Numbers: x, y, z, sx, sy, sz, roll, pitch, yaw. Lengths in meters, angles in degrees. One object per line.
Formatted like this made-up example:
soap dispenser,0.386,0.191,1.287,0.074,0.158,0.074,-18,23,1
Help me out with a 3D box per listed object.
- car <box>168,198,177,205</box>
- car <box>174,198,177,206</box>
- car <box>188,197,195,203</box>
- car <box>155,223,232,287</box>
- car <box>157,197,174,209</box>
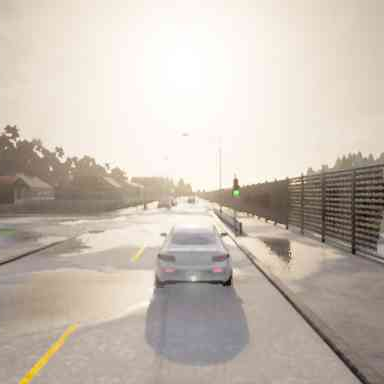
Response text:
car,-4.157,2.038,71.073,1.812,1.442,4.674,0,0,0
car,-4.199,1.794,61.161,2.097,1.767,4.553,0,0,0
car,-0.195,2.098,85.810,1.882,1.535,5.008,0,0,0
car,0.044,1.594,9.375,1.812,1.442,4.674,0,0,0
car,-4.207,1.848,51.230,1.882,1.535,5.008,0,0,0
